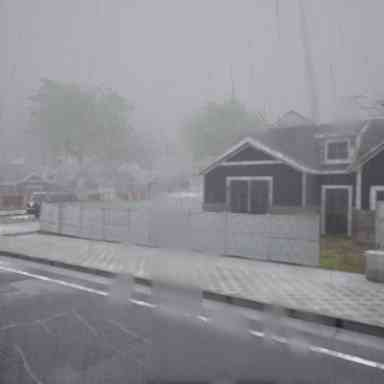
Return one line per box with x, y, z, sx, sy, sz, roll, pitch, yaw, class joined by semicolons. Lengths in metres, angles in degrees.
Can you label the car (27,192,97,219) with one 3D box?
-10.157;1.028;26.472;2.150;2.045;5.566;1;1;35;car
